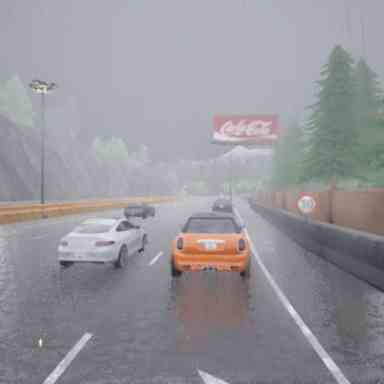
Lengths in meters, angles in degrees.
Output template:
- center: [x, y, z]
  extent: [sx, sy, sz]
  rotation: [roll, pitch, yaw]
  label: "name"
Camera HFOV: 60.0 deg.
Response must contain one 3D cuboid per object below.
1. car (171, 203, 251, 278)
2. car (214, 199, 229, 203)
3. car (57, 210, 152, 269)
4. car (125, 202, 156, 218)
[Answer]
- center: [0.637, 1.397, 10.526]
  extent: [2.097, 1.767, 4.553]
  rotation: [0, 0, 4]
  label: "car"
- center: [3.141, 1.504, 34.695]
  extent: [2.097, 1.767, 4.553]
  rotation: [0, 0, 6]
  label: "car"
- center: [-2.827, 1.562, 11.246]
  extent: [1.812, 1.442, 4.674]
  rotation: [0, 0, 5]
  label: "car"
- center: [-4.498, 1.595, 29.254]
  extent: [2.128, 1.511, 4.902]
  rotation: [0, 0, 6]
  label: "car"
